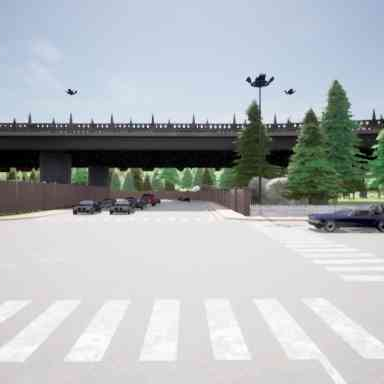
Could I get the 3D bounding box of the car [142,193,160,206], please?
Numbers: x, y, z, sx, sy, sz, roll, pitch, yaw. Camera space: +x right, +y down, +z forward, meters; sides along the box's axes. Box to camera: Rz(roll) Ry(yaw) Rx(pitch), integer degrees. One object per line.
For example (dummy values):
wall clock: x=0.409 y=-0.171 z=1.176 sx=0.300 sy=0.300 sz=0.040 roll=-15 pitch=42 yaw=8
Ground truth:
car: x=-6.972 y=1.206 z=53.268 sx=2.150 sy=2.045 sz=5.566 roll=0 pitch=0 yaw=0

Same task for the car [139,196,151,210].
car: x=-6.977 y=1.535 z=43.173 sx=2.033 sy=1.411 sz=5.357 roll=0 pitch=0 yaw=0

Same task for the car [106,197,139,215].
car: x=-7.040 y=1.554 z=33.945 sx=1.994 sy=1.385 sz=4.181 roll=0 pitch=0 yaw=0

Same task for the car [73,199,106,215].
car: x=-10.575 y=1.554 z=33.886 sx=1.994 sy=1.385 sz=4.181 roll=0 pitch=0 yaw=0

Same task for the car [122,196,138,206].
car: x=-10.534 y=1.509 z=56.765 sx=1.812 sy=1.442 sz=4.674 roll=0 pitch=0 yaw=1

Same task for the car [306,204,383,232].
car: x=9.050 y=1.540 z=18.893 sx=4.718 sy=1.301 sz=1.895 roll=0 pitch=0 yaw=1

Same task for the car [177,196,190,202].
car: x=-1.921 y=1.530 z=75.249 sx=1.994 sy=1.385 sz=4.181 roll=0 pitch=0 yaw=-19
